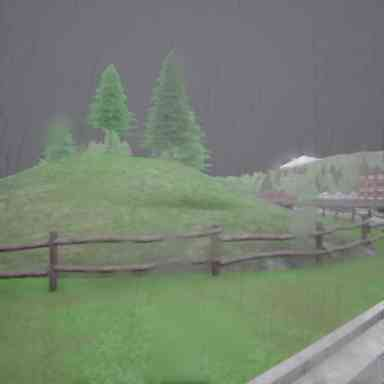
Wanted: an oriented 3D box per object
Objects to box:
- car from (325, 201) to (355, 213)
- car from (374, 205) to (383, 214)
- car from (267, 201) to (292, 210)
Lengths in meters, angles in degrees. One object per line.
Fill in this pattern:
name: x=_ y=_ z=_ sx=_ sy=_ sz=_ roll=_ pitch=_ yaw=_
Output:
car: x=21.166 y=2.077 z=48.049 sx=2.097 sy=1.767 sz=4.553 roll=0 pitch=0 yaw=-19
car: x=26.064 y=2.228 z=43.479 sx=1.812 sy=1.442 sz=4.674 roll=1 pitch=-1 yaw=-12
car: x=14.556 y=2.267 z=55.397 sx=1.837 sy=1.490 sz=4.892 roll=1 pitch=-2 yaw=-23
